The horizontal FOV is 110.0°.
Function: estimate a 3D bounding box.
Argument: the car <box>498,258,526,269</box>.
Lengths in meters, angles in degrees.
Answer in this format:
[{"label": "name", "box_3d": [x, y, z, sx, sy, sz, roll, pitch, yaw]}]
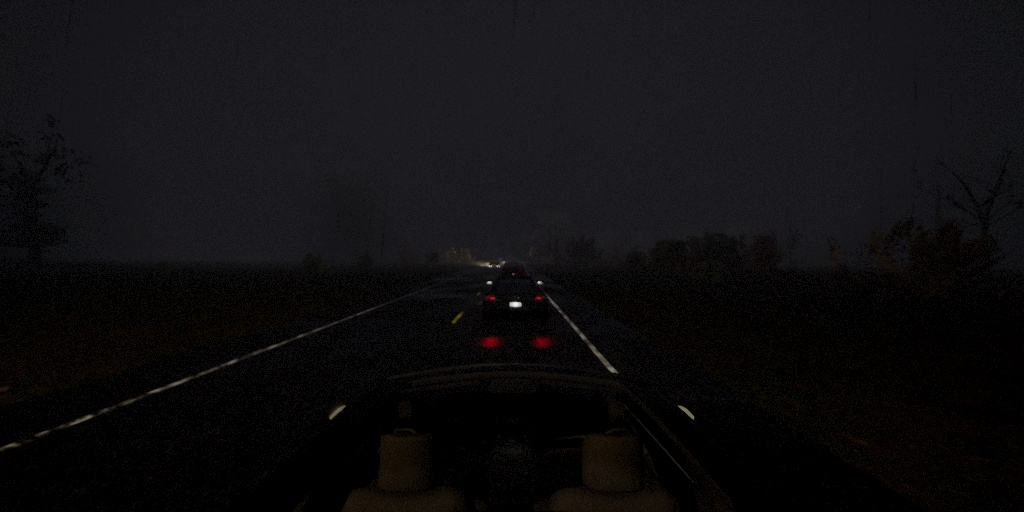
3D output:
[{"label": "car", "box_3d": [0.096, 1.208, 29.022, 1.882, 1.535, 5.008, 0, 0, 0]}]

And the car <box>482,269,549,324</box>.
[{"label": "car", "box_3d": [0.099, 1.307, 11.909, 1.994, 1.385, 4.181, 0, 0, 0]}]
